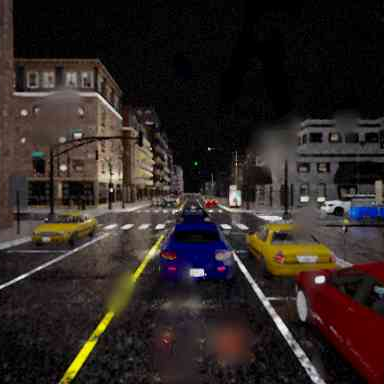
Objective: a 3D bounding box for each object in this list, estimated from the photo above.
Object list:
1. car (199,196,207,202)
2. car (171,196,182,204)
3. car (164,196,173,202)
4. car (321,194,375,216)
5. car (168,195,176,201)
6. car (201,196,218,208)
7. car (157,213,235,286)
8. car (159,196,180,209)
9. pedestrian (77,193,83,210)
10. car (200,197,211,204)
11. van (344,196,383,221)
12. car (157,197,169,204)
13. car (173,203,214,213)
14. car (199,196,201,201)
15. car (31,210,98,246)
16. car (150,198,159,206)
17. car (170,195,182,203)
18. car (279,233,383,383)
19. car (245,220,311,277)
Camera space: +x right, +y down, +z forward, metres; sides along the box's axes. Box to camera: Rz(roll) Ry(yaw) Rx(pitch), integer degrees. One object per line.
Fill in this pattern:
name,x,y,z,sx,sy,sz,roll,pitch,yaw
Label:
car,2.672,1.631,82.238,2.008,1.369,4.403,-1,0,0
car,-3.010,1.617,66.481,1.994,1.385,4.181,0,0,0
car,-5.709,1.605,82.054,1.752,1.417,4.829,0,0,0
car,15.479,1.260,32.149,5.566,2.045,2.150,0,0,0
car,-5.712,1.544,93.617,1.967,1.590,4.097,0,0,0
car,2.677,1.467,48.058,1.967,1.590,4.097,0,0,0
car,0.100,1.527,9.274,1.812,1.442,4.674,0,0,0
car,-3.104,1.590,46.683,1.994,1.385,4.181,0,0,0
pedestrian,-12.636,1.084,37.469,0.375,1.860,0.375,0,0,0
car,2.674,1.602,65.149,2.008,1.369,4.403,0,0,0
van,14.654,1.416,26.354,3.998,1.788,1.690,0,0,0
car,-5.706,1.602,65.135,2.008,1.369,4.403,0,0,0
car,0.098,1.570,19.597,1.994,1.385,4.181,0,0,0
car,2.676,1.625,59.451,1.802,1.307,4.206,0,0,0
car,-5.698,1.529,15.419,1.752,1.417,4.829,0,0,0
car,-5.704,1.585,53.741,2.008,1.369,4.403,0,0,0
car,-3.086,1.390,56.483,2.097,1.767,4.553,0,0,0
car,2.685,1.545,4.192,1.887,1.381,4.507,0,0,0
car,2.684,1.527,10.059,1.752,1.417,4.829,0,0,0
